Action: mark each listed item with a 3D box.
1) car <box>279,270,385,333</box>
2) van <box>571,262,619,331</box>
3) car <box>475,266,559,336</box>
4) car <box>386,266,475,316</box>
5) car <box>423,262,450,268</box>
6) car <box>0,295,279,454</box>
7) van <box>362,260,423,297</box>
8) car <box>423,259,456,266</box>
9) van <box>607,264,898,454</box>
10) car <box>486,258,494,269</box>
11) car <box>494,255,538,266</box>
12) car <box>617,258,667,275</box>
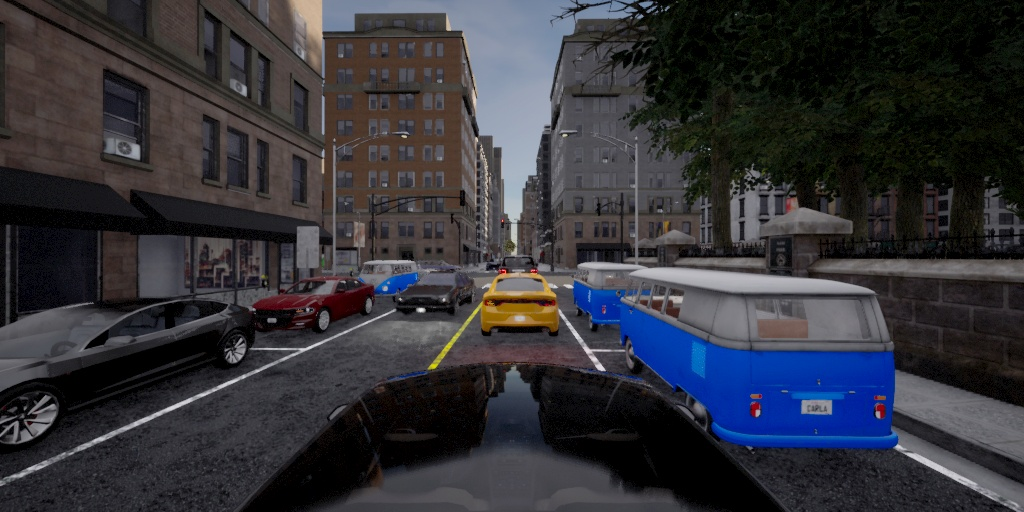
[{"bbox_3d":[-5.697,1.294,10.818,1.888,1.381,4.507,0,0,1],"label":"car"},{"bbox_3d":[2.827,1.089,10.658,1.690,1.789,3.998,0,0,1],"label":"van"},{"bbox_3d":[0.224,1.226,10.405,1.882,1.535,5.008,0,0,1],"label":"car"},{"bbox_3d":[-2.629,1.295,13.770,2.033,1.411,5.357,0,0,4],"label":"car"},{"bbox_3d":[-7.675,1.327,28.555,4.718,1.301,1.895,0,0,0],"label":"car"},{"bbox_3d":[-5.809,1.315,5.159,1.948,1.339,4.313,0,0,1],"label":"car"},{"bbox_3d":[-5.584,1.087,16.477,1.690,1.789,3.998,0,0,1],"label":"van"},{"bbox_3d":[-6.503,1.087,31.798,4.553,1.767,2.097,0,0,0],"label":"car"},{"bbox_3d":[2.714,1.090,5.001,1.690,1.789,3.998,0,0,1],"label":"van"},{"bbox_3d":[-2.311,1.085,49.610,2.097,1.767,4.553,0,0,2],"label":"car"},{"bbox_3d":[0.328,0.965,20.361,2.150,2.045,5.566,0,0,0],"label":"car"},{"bbox_3d":[13.851,1.093,38.367,4.553,1.767,2.097,0,0,0],"label":"car"}]
